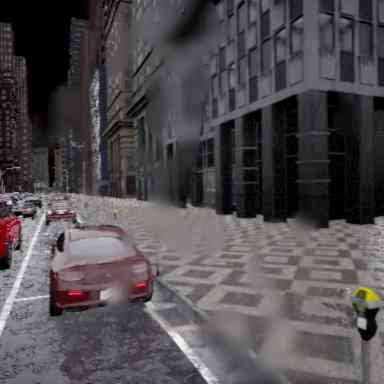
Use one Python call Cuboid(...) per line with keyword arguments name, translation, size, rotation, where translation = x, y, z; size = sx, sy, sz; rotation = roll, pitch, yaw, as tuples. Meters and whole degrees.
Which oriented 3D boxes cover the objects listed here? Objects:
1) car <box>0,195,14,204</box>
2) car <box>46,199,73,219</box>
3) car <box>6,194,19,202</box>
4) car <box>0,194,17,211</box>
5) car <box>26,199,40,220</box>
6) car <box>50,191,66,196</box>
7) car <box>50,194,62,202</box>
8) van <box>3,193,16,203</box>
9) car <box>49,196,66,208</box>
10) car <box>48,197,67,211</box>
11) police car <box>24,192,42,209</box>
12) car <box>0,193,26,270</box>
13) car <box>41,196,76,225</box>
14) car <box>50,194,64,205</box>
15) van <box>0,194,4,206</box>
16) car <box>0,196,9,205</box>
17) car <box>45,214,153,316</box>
Cuboid(name="car", translation=(-34.153, 1.375, 61.067), size=(2.008, 1.369, 4.403), rotation=(-2, 1, -23))
Cuboid(name="car", translation=(-11.138, 1.386, 27.915), size=(1.947, 1.339, 4.313), rotation=(-2, 1, -23))
Cuboid(name="car", translation=(-38.484, 1.210, 71.474), size=(1.967, 1.590, 4.097), rotation=(-2, 1, -23))
Cuboid(name="car", translation=(-22.347, 1.233, 39.793), size=(2.097, 1.767, 4.553), rotation=(-2, 1, -22))
Cuboid(name="car", translation=(-13.271, 1.491, 26.121), size=(1.895, 1.301, 4.718), rotation=(-2, 1, -23))
Cuboid(name="car", translation=(-13.308, 1.106, 33.116), size=(2.192, 1.841, 5.009), rotation=(-2, 1, -23))
Cuboid(name="car", translation=(-26.286, 1.181, 64.344), size=(1.947, 1.339, 4.313), rotation=(-2, 1, -23))
Cuboid(name="van", translation=(-36.323, 1.138, 66.268), size=(1.690, 1.788, 3.998), rotation=(-2, 1, -23))
Cuboid(name="car", translation=(-17.630, 1.297, 43.528), size=(1.947, 1.339, 4.313), rotation=(-2, 1, -23))
Cuboid(name="car", translation=(-15.467, 1.306, 38.324), size=(1.887, 1.381, 4.507), rotation=(-2, 1, -23))
Cuboid(name="police car", translation=(-19.600, 1.232, 41.070), size=(1.930, 1.638, 5.238), rotation=(-2, 1, -23))
Cuboid(name="car", translation=(-6.784, 1.202, 10.493), size=(2.150, 2.045, 5.566), rotation=(-2, 1, -23))
Cuboid(name="car", translation=(-8.977, 1.291, 22.708), size=(1.967, 1.590, 4.097), rotation=(-2, 1, -23))
Cuboid(name="car", translation=(-21.961, 1.113, 53.934), size=(1.967, 1.590, 4.097), rotation=(-2, 1, -23))
Cuboid(name="van", translation=(-29.830, 1.222, 50.655), size=(1.690, 1.788, 3.998), rotation=(-2, 1, -23))
Cuboid(name="car", translation=(-31.925, 1.378, 55.705), size=(1.752, 1.417, 4.829), rotation=(-2, 1, -23))
Cuboid(name="car", translation=(-2.204, 1.455, 7.437), size=(1.812, 1.442, 4.674), rotation=(-2, 1, -23))
